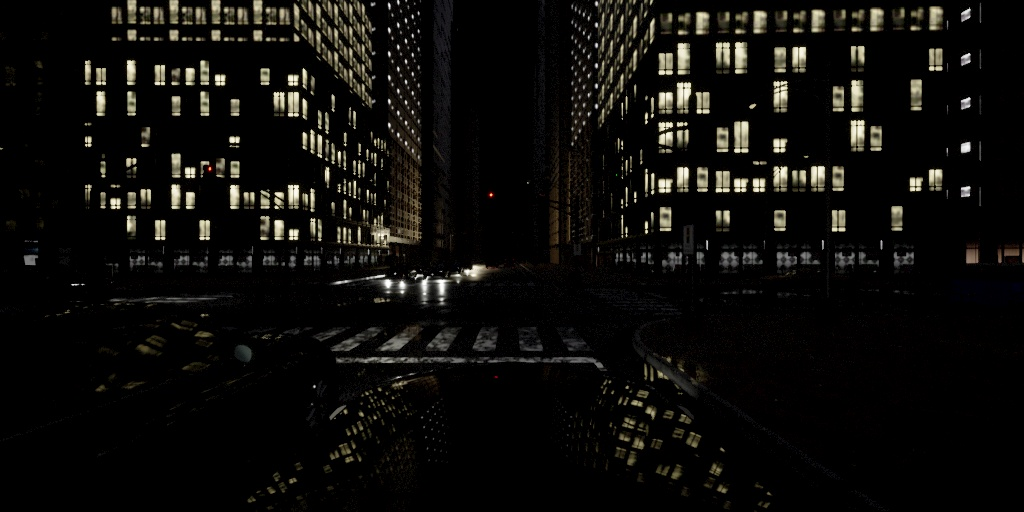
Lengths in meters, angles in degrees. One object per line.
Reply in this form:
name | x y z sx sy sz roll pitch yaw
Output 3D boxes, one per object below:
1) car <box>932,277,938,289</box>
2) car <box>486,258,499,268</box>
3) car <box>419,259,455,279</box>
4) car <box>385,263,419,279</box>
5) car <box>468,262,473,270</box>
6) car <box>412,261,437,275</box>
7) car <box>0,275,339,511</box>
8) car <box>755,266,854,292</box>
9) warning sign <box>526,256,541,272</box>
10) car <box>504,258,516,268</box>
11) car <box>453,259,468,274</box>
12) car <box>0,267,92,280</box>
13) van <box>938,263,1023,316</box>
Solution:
car | 26.803 1.356 20.502 4.207 1.307 1.802 0 0 2
car | -3.540 1.210 63.634 2.097 1.767 4.553 0 0 -1
car | -6.797 1.303 32.938 1.812 1.442 4.674 0 0 0
car | -10.048 1.341 32.782 1.994 1.385 4.181 0 0 0
car | -6.912 1.387 52.790 1.994 1.385 4.181 0 0 0
car | -10.097 1.358 41.690 1.994 1.385 4.181 0 0 0
car | -3.155 1.102 2.543 2.097 1.767 4.553 0 0 0
car | 16.966 1.292 20.923 4.829 1.417 1.751 0 0 2
warning sign | 2.601 0.908 40.818 1.300 1.860 1.060 0 0 0
car | -0.396 1.423 63.814 1.994 1.385 4.181 0 0 0
car | -6.861 1.275 42.811 1.882 1.535 5.008 0 0 0
car | -21.059 1.250 16.337 4.902 1.511 2.128 0 0 1
van | 18.289 1.119 12.760 3.998 1.789 1.690 0 0 2
